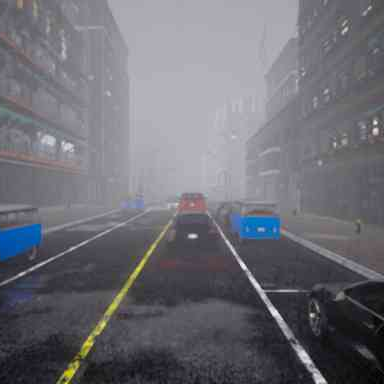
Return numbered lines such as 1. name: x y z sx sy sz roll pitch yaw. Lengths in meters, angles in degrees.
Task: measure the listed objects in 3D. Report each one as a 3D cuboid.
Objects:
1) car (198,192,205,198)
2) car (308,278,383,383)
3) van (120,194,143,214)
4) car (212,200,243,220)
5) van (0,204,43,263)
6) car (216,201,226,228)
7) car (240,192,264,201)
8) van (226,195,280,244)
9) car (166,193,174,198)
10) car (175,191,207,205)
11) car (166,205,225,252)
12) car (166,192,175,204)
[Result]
1. car: 2.705 0.850 92.491 1.887 1.381 4.507 0 0 0
2. car: 2.696 1.534 3.503 1.947 1.339 4.313 0 0 0
3. van: -5.681 1.076 31.811 1.690 1.788 3.998 0 0 0
4. car: 2.698 1.346 26.152 1.947 1.339 4.313 0 0 0
5. van: -5.683 1.261 9.165 1.690 1.788 3.998 0 0 0
6. car: 2.698 1.392 20.489 1.947 1.339 4.313 0 0 0
7. car: 13.476 1.020 74.538 5.009 1.841 2.192 1 -1 -1
8. van: 2.698 1.214 14.826 1.690 1.788 3.998 0 0 0
9. car: -5.676 0.907 86.862 1.947 1.339 4.313 0 0 0
10. car: 0.039 0.997 26.963 2.150 2.045 5.566 0 1 0
11. car: 0.049 1.450 13.277 1.994 1.385 4.181 0 1 1
12. car: -3.043 1.133 53.630 1.994 1.385 4.181 0 0 0
